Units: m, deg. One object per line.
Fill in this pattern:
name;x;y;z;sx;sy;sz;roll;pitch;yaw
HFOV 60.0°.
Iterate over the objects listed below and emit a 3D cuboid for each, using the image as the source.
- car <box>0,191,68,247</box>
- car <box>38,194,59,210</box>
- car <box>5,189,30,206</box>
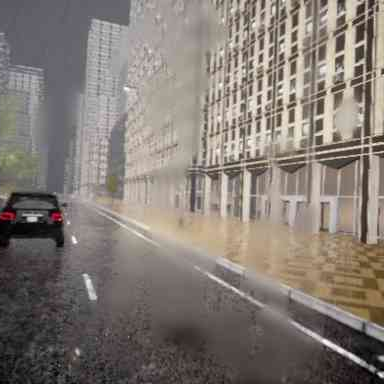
car;-6.411;0.983;13.745;2.150;2.045;5.566;3;0;-22
car;-15.109;1.020;35.124;1.812;1.442;4.674;3;0;-22
car;-20.370;0.630;39.004;2.097;1.767;4.553;3;-1;-22
